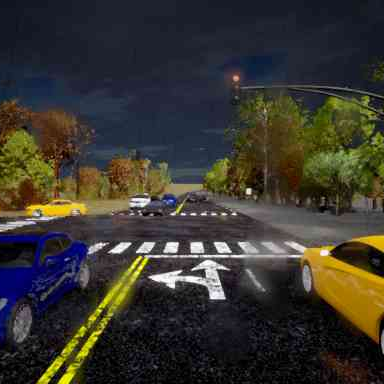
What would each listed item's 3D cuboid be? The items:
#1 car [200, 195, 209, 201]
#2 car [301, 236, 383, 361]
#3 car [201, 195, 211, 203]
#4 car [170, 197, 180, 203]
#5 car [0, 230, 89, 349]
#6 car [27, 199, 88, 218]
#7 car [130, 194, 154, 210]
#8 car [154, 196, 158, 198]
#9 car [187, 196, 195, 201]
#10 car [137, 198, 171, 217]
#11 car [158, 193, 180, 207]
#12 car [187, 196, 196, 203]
[{"bbox_3d":[3.046,1.458,81.641,2.033,1.411,5.357,0,0,0],"label":"car"},{"bbox_3d":[3.349,1.444,5.406,1.882,1.535,5.008,0,1,0],"label":"car"},{"bbox_3d":[3.094,1.504,71.486,2.128,1.511,4.902,0,0,0],"label":"car"},{"bbox_3d":[-3.431,1.608,67.759,1.895,1.301,4.718,0,0,0],"label":"car"},{"bbox_3d":[-3.366,1.525,6.388,1.812,1.442,4.674,0,0,0],"label":"car"},{"bbox_3d":[-11.868,1.430,29.470,5.008,1.535,1.882,0,2,-22],"label":"car"},{"bbox_3d":[-6.710,1.223,43.767,2.150,2.045,5.566,0,0,0],"label":"car"},{"bbox_3d":[-6.722,1.482,59.390,1.882,1.535,5.008,0,0,0],"label":"car"},{"bbox_3d":[-0.204,1.606,81.977,1.895,1.301,4.718,0,0,0],"label":"car"},{"bbox_3d":[-3.419,1.539,31.001,2.033,1.411,5.357,0,0,0],"label":"car"},{"bbox_3d":[-3.468,1.223,50.185,2.150,2.045,5.566,0,0,0],"label":"car"},{"bbox_3d":[-0.138,1.566,72.155,1.994,1.385,4.181,0,0,0],"label":"car"}]
